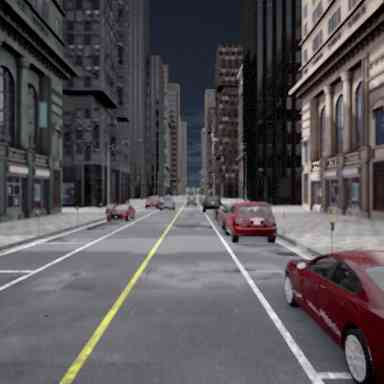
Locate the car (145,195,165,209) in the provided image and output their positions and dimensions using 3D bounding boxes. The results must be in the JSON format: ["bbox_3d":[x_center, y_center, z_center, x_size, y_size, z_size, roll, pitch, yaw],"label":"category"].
[{"bbox_3d":[-5.822,1.545,50.010,2.192,1.841,5.009,0,0,0],"label":"car"}]

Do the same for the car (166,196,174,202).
[{"bbox_3d":[-5.864,1.854,89.224,1.967,1.590,4.097,0,0,0],"label":"car"}]

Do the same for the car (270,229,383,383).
[{"bbox_3d":[2.754,1.569,5.208,1.887,1.381,4.507,0,0,0],"label":"car"}]

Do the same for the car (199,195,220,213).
[{"bbox_3d":[2.350,1.411,40.047,2.150,2.045,5.566,0,0,0],"label":"car"}]

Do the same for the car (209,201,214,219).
[{"bbox_3d":[2.730,1.692,27.614,1.947,1.339,4.313,0,0,0],"label":"car"}]

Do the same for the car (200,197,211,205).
[{"bbox_3d":[2.686,1.748,66.827,1.967,1.590,4.097,0,0,0],"label":"car"}]

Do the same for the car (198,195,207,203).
[{"bbox_3d":[2.666,1.702,83.633,2.192,1.841,5.009,0,0,0],"label":"car"}]

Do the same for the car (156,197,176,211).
[{"bbox_3d":[-3.134,1.761,42.897,1.994,1.385,4.181,0,0,0],"label":"car"}]

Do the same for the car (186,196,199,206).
[{"bbox_3d":[-0.065,1.874,59.458,1.895,1.301,4.718,0,0,0],"label":"car"}]

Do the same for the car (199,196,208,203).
[{"bbox_3d":[2.673,1.801,78.030,1.967,1.590,4.097,0,0,0],"label":"car"}]

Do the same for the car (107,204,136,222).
[{"bbox_3d":[-5.796,1.671,27.600,1.887,1.381,4.507,0,0,0],"label":"car"}]

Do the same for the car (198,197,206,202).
[{"bbox_3d":[2.661,1.964,89.234,2.008,1.369,4.403,0,0,0],"label":"car"}]

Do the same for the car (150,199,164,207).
[{"bbox_3d":[-5.827,1.822,55.610,1.947,1.339,4.313,0,0,0],"label":"car"}]

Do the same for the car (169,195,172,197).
[{"bbox_3d":[-5.853,1.676,78.020,2.192,1.841,5.009,0,0,0],"label":"car"}]

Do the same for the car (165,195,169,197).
[{"bbox_3d":[-5.833,1.722,61.213,1.967,1.590,4.097,0,0,0],"label":"car"}]

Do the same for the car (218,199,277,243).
[{"bbox_3d":[2.741,1.390,16.413,2.192,1.841,5.009,0,0,0],"label":"car"}]

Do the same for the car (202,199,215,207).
[{"bbox_3d":[2.698,1.821,55.623,1.947,1.339,4.313,0,0,0],"label":"car"}]

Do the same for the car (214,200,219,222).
[{"bbox_3d":[2.735,1.540,22.014,1.967,1.590,4.097,0,0,0],"label":"car"}]

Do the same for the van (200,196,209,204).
[{"bbox_3d":[2.679,1.675,72.429,1.690,1.788,3.998,0,0,0],"label":"van"}]
